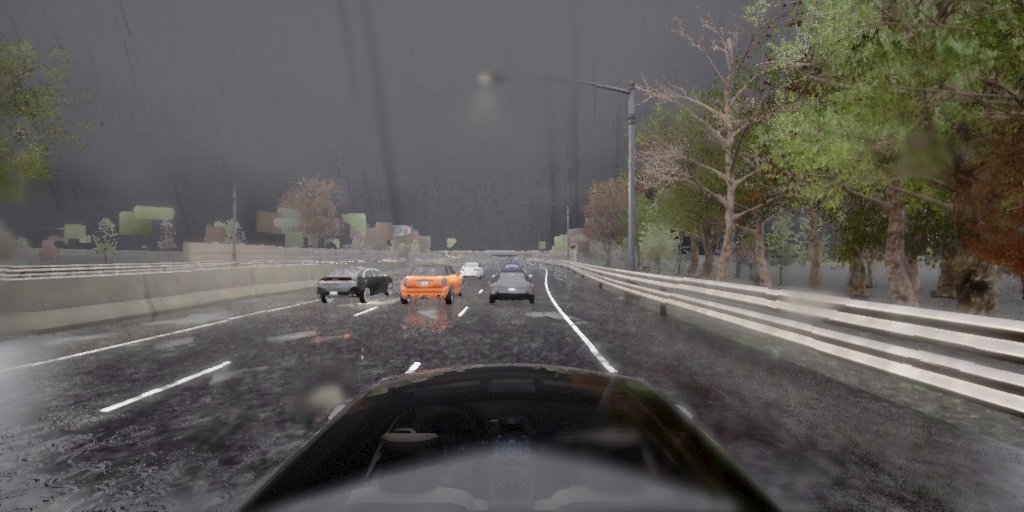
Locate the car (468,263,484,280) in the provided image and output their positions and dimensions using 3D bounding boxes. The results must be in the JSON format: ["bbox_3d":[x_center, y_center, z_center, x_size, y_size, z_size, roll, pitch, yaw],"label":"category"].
[{"bbox_3d":[-3.500,1.292,31.501,1.812,1.442,4.674,0,0,0],"label":"car"}]

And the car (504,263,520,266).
[{"bbox_3d":[0.000,1.292,31.501,1.812,1.442,4.674,0,0,0],"label":"car"}]

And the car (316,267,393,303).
[{"bbox_3d":[-7.000,1.245,16.501,2.128,1.511,4.902,0,0,0],"label":"car"}]

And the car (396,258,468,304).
[{"bbox_3d":[-3.500,1.116,16.471,2.097,1.767,4.553,0,0,0],"label":"car"}]

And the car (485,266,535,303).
[{"bbox_3d":[0.000,1.322,16.501,1.994,1.385,4.181,0,0,0],"label":"car"}]
